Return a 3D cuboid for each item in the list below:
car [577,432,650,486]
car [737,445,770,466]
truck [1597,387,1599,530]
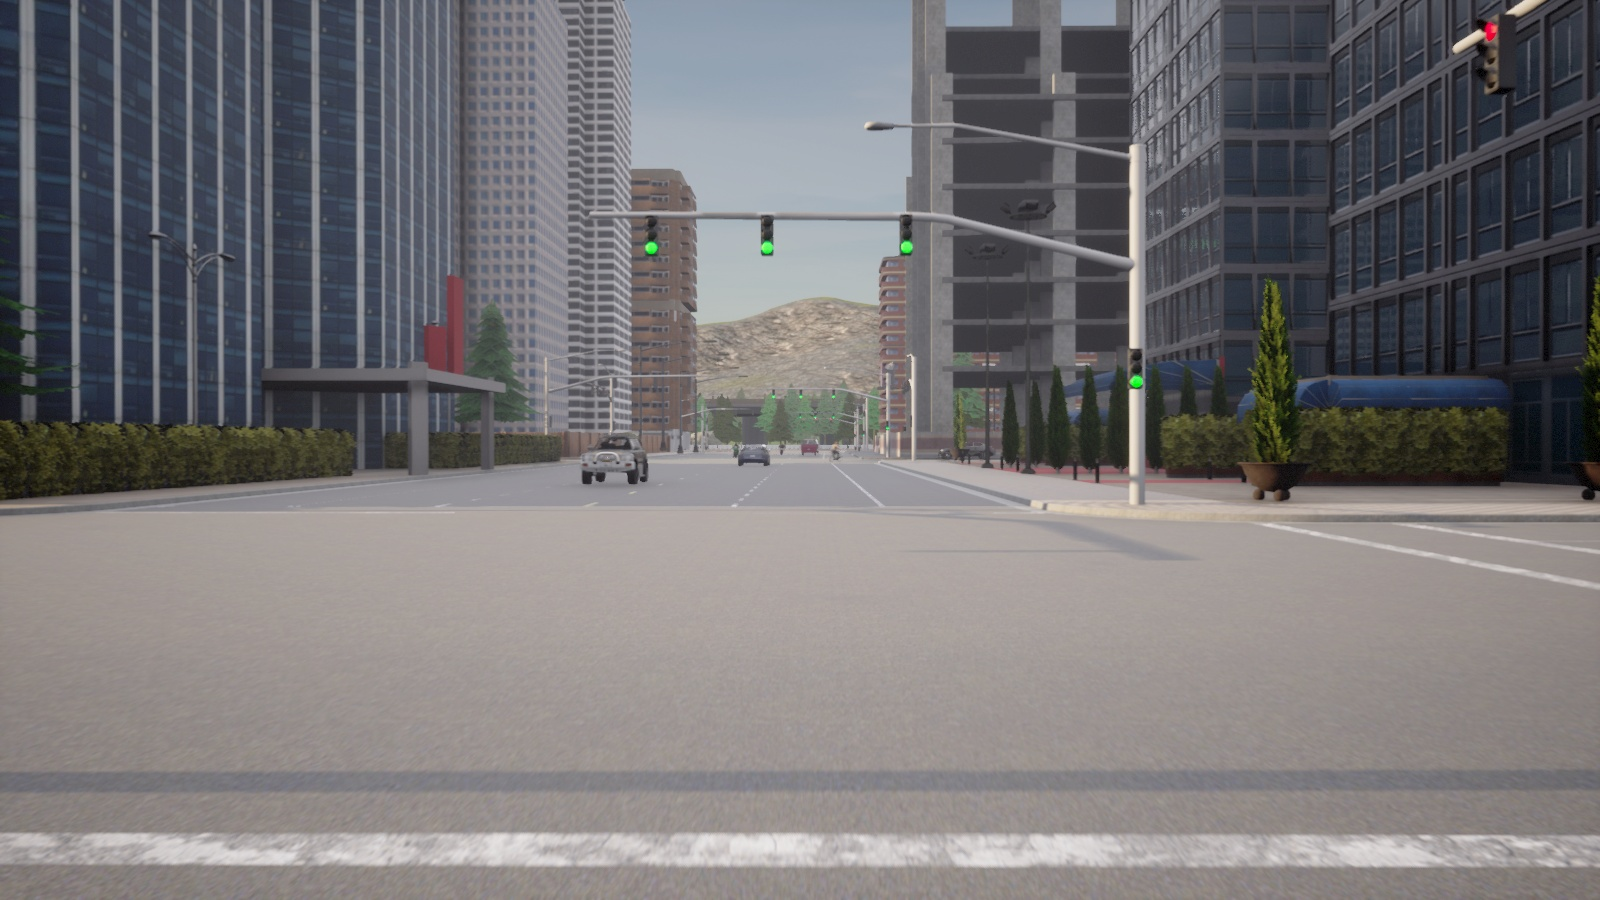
[{"bbox_3d":[-6.721,0.300,45.701,1.932,1.855,4.605,0,0,0],"label":"car"},{"bbox_3d":[-3.010,0.344,82.351,1.994,1.385,4.181,0,0,0],"label":"car"},{"bbox_3d":[16.464,0.157,20.501,5.204,2.467,2.627,0,0,1],"label":"truck"}]
